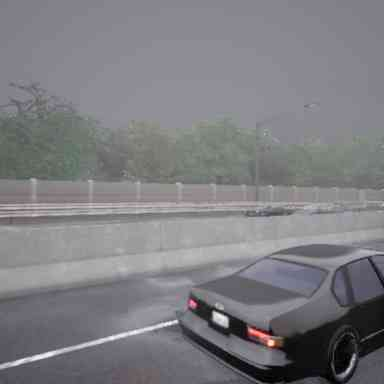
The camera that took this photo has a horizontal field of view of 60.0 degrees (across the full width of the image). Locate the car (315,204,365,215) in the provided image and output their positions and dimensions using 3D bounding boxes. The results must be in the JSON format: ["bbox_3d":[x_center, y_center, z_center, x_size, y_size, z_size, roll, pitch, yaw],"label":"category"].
[{"bbox_3d":[11.485,1.786,24.766,4.181,1.385,1.994,1,0,-34],"label":"car"}]

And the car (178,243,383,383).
[{"bbox_3d":[2.392,1.592,5.431,5.357,1.411,2.033,1,0,-35],"label":"car"}]

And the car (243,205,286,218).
[{"bbox_3d":[6.920,1.807,30.134,4.718,1.301,1.895,1,0,-34],"label":"car"}]

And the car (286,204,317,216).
[{"bbox_3d":[10.552,1.756,28.369,4.674,1.442,1.812,1,-1,-34],"label":"car"}]
